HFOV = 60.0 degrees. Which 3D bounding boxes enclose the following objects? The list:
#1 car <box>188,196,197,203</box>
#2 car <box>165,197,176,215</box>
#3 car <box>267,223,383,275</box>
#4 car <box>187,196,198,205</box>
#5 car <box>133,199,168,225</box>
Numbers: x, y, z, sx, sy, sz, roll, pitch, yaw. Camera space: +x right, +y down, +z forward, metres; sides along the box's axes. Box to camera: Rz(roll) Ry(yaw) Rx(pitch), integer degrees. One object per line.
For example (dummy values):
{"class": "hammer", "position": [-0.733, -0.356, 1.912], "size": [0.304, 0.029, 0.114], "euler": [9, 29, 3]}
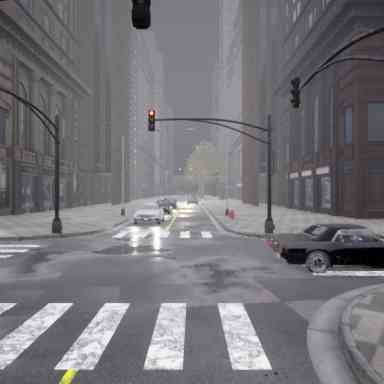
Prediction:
{"class": "car", "position": [0.152, 1.574, 69.729], "size": [1.812, 1.442, 4.674], "euler": [0, 0, 0]}
{"class": "car", "position": [-3.075, 1.552, 34.873], "size": [2.033, 1.411, 5.357], "euler": [0, 0, 0]}
{"class": "car", "position": [4.779, 1.612, 9.908], "size": [4.718, 1.301, 1.895], "euler": [0, 0, 0]}
{"class": "car", "position": [0.133, 1.582, 59.379], "size": [2.033, 1.411, 5.357], "euler": [0, 0, 0]}
{"class": "car", "position": [-3.082, 1.526, 24.463], "size": [1.812, 1.442, 4.674], "euler": [0, 0, 0]}
